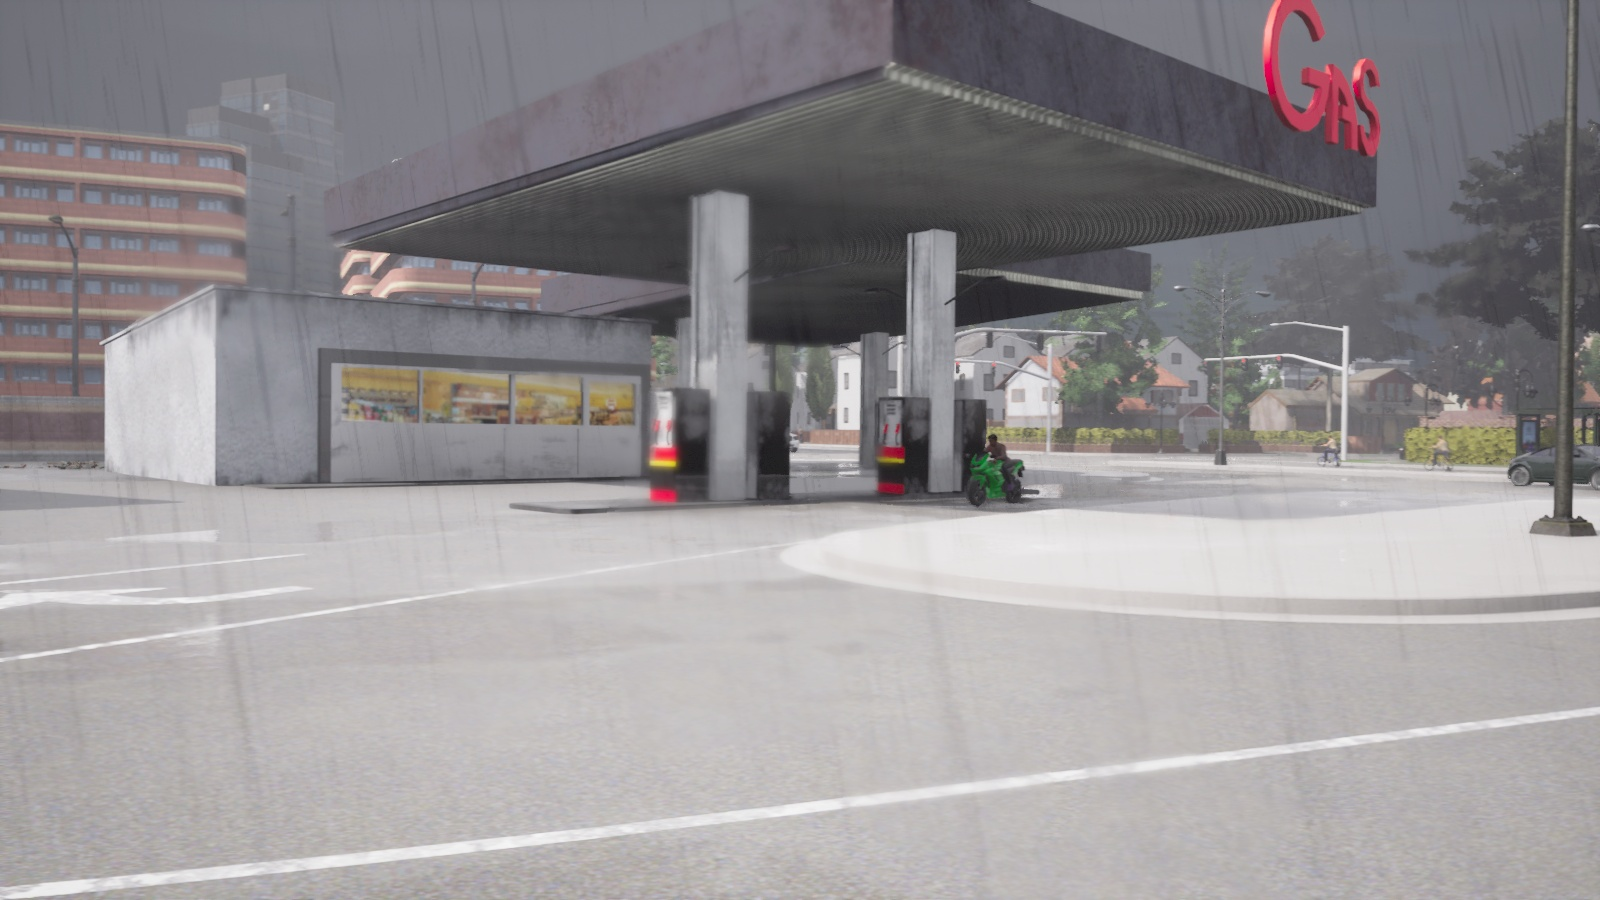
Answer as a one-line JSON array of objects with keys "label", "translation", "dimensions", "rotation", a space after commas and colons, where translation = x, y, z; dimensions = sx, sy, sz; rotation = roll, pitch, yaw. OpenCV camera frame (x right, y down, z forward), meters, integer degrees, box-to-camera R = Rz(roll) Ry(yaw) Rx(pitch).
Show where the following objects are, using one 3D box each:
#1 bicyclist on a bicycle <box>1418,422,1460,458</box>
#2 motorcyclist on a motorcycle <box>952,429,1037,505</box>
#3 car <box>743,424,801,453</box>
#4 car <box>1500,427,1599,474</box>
[{"label": "bicyclist on a bicycle", "translation": [28.928, -0.459, 56.872], "dimensions": [0.866, 1.612, 1.509], "rotation": [-1, 1, -24]}, {"label": "motorcyclist on a motorcycle", "translation": [4.134, 0.327, 26.580], "dimensions": [0.797, 1.523, 2.044], "rotation": [0, 1, 41]}, {"label": "car", "translation": [-2.060, -0.829, 89.407], "dimensions": [2.150, 2.045, 5.566], "rotation": [-1, 1, -24]}, {"label": "car", "translation": [24.331, -0.006, 38.991], "dimensions": [1.994, 1.385, 4.181], "rotation": [-1, 1, -24]}]
